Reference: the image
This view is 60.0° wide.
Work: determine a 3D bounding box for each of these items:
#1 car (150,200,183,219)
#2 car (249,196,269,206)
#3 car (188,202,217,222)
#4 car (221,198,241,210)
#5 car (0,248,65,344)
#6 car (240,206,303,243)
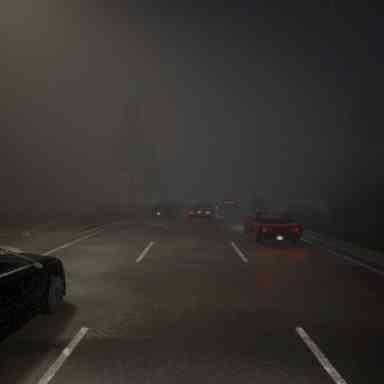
[{"bbox_3d":[-2.127,1.474,28.783,1.837,1.490,4.892,-1,0,12],"label":"car"},{"bbox_3d":[7.988,1.311,39.363,2.097,1.767,4.553,0,0,16],"label":"car"},{"bbox_3d":[0.914,1.519,26.445,2.033,1.411,5.357,0,0,9],"label":"car"},{"bbox_3d":[4.889,1.448,41.232,2.128,1.511,4.902,0,0,16],"label":"car"},{"bbox_3d":[-3.400,1.486,4.644,2.128,1.511,4.902,0,0,0],"label":"car"},{"bbox_3d":[3.647,1.584,15.884,1.895,1.301,4.718,0,0,1],"label":"car"}]
